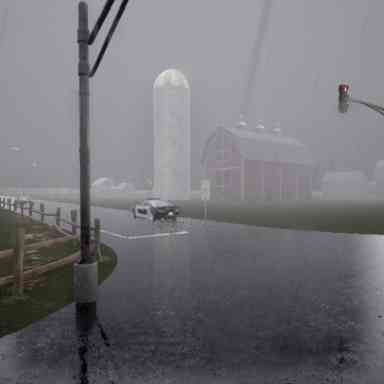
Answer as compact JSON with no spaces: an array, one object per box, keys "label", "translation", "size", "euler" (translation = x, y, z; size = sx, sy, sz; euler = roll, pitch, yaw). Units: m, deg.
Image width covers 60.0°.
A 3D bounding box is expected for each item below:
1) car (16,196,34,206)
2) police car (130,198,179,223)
[{"label":"car","translation":[-24.915,1.233,49.496],"size":[2.033,1.411,5.357],"euler":[-1,1,-35]},{"label":"police car","translation":[-2.937,1.273,24.658],"size":[1.930,1.638,5.238],"euler":[-1,1,-35]}]
